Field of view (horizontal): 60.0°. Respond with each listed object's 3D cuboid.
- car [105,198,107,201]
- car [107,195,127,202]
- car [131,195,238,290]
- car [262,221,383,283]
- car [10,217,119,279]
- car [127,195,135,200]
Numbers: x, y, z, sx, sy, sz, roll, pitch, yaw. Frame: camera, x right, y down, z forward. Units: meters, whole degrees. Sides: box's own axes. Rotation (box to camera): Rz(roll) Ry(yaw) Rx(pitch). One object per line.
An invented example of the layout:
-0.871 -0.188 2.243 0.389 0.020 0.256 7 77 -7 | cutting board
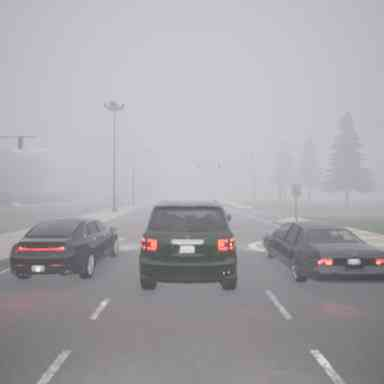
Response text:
-20.136 1.584 82.482 1.994 1.385 4.181 0 0 0 | car
-16.599 1.568 73.859 2.033 1.411 5.357 0 0 0 | car
-0.043 1.225 9.217 2.150 2.045 5.566 0 0 1 | car
3.468 1.551 9.674 2.033 1.411 5.357 0 0 0 | car
-3.534 1.508 10.038 1.837 1.490 4.892 0 0 0 | car
-16.665 1.531 89.463 2.128 1.511 4.902 0 0 0 | car
